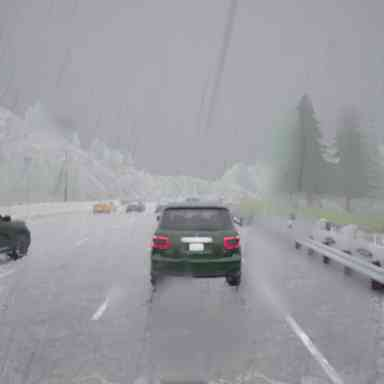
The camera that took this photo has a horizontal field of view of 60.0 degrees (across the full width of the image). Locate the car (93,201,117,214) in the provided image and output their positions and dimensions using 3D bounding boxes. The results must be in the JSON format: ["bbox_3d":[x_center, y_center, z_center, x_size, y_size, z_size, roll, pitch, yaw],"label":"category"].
[{"bbox_3d":[-10.427,1.805,40.085,1.882,1.535,5.008,0,-1,0],"label":"car"}]

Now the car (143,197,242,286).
[{"bbox_3d":[0.095,1.281,9.735,2.150,2.045,5.566,0,0,0],"label":"car"}]

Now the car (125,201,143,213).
[{"bbox_3d":[-6.940,1.863,41.278,1.812,1.442,4.674,0,-1,0],"label":"car"}]

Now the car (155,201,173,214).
[{"bbox_3d":[-3.441,1.863,41.343,1.812,1.442,4.674,0,-1,0],"label":"car"}]

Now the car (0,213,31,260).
[{"bbox_3d":[-6.905,1.282,9.681,2.150,2.045,5.566,0,0,0],"label":"car"}]
